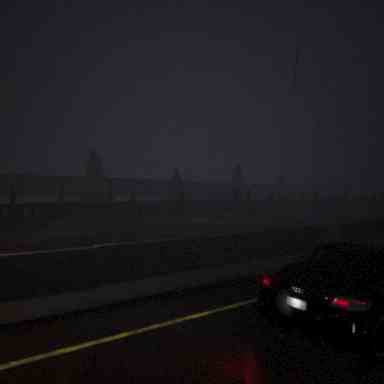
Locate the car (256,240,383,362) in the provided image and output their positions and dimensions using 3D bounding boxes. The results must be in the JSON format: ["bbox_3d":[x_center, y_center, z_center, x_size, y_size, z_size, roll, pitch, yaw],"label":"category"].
[{"bbox_3d":[3.144,1.581,5.986,4.181,1.385,1.994,0,0,-36],"label":"car"}]
